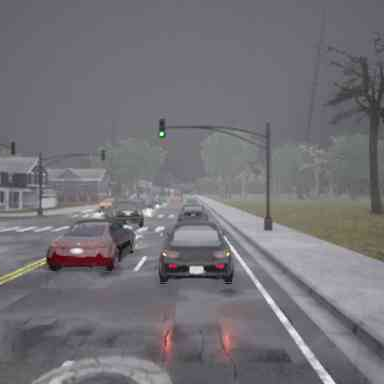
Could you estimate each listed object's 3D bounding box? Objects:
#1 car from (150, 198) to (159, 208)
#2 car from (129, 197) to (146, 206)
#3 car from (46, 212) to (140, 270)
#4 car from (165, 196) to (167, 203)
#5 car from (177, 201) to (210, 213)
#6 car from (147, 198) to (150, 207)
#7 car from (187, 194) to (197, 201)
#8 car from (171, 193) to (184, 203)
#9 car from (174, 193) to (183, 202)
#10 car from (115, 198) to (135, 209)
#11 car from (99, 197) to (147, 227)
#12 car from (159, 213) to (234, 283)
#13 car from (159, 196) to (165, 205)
[{"bbox_3d":[-6.596,1.599,49.424,2.128,1.511,4.902,0,0,0],"label":"car"},{"bbox_3d":[-9.797,1.616,59.901,2.128,1.511,4.902,0,0,1],"label":"car"},{"bbox_3d":[-3.152,1.592,11.136,1.994,1.385,4.181,0,0,0],"label":"car"},{"bbox_3d":[-6.508,1.634,72.984,1.837,1.490,4.892,0,0,0],"label":"car"},{"bbox_3d":[0.079,1.559,21.429,1.837,1.490,4.892,0,0,0],"label":"car"},{"bbox_3d":[-6.600,1.596,40.051,1.837,1.490,4.892,0,0,0],"label":"car"},{"bbox_3d":[-0.008,1.689,70.673,1.994,1.385,4.181,0,0,0],"label":"car"},{"bbox_3d":[-3.258,1.491,70.643,2.097,1.767,4.553,0,0,0],"label":"car"},{"bbox_3d":[-3.259,1.235,80.708,2.150,2.045,5.566,0,0,0],"label":"car"},{"bbox_3d":[-9.839,1.671,49.245,1.994,1.385,4.181,0,0,1],"label":"car"},{"bbox_3d":[-4.841,1.408,22.839,2.097,1.767,4.553,0,0,-23],"label":"car"},{"bbox_3d":[0.099,1.550,9.589,1.812,1.442,4.674,0,0,0],"label":"car"},{"bbox_3d":[-6.556,1.688,59.428,1.994,1.385,4.181,0,0,1],"label":"car"}]
